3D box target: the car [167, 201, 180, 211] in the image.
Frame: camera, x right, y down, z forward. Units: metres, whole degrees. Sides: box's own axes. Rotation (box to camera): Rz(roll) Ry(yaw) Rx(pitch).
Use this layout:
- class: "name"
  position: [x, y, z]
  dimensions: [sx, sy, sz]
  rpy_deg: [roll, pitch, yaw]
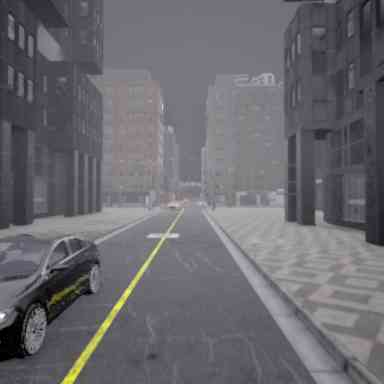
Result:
- class: "car"
  position: [-3.002, 2.241, 54.688]
  dimensions: [1.882, 1.535, 5.008]
  rpy_deg: [0, -1, 0]

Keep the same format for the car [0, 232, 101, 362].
- class: "car"
  position: [-3.099, 1.566, 6.175]
  dimensions: [2.128, 1.511, 4.902]
  rpy_deg: [0, -1, 0]
